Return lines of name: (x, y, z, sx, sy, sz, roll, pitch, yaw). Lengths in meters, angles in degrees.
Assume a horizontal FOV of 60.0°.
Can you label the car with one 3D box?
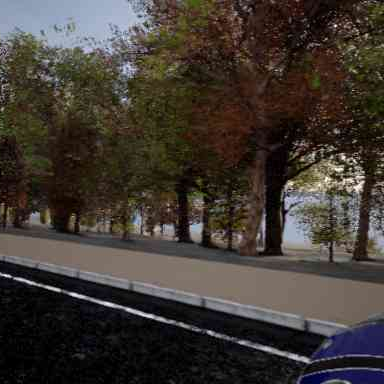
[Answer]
car: (2.823, 1.340, 1.673, 4.553, 1.767, 2.097, -1, 0, 36)
